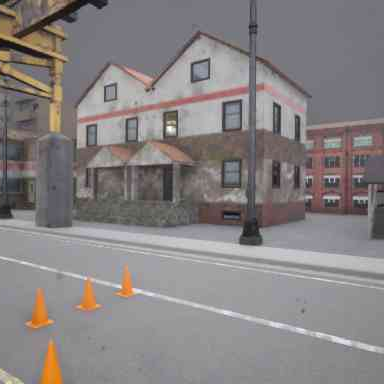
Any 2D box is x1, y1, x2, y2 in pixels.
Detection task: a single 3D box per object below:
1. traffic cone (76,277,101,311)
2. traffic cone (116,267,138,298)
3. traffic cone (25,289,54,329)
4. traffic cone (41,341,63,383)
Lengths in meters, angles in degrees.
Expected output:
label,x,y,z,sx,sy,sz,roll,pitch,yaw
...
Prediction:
label,x,y,z,sx,sy,sz,roll,pitch,yaw
traffic cone,-2.011,1.949,6.475,0.340,0.580,0.340,0,0,36
traffic cone,-1.426,1.949,7.286,0.340,0.580,0.340,0,0,36
traffic cone,-2.595,1.949,5.664,0.340,0.580,0.340,0,0,36
traffic cone,-1.558,1.952,3.683,0.340,0.580,0.340,0,0,36
